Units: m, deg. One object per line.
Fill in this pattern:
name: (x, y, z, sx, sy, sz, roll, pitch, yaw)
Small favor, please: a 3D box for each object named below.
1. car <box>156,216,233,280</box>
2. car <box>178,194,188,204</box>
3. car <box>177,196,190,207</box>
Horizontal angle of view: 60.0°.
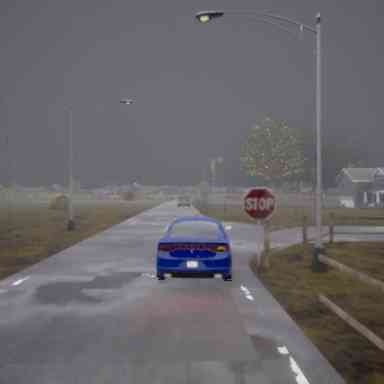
car: (0.176, 1.460, 9.939, 1.882, 1.535, 5.008, 0, 0, 4)
car: (-1.982, 1.595, 75.179, 2.150, 2.045, 5.566, 0, -1, -2)
car: (-1.332, 1.778, 54.572, 1.994, 1.385, 4.181, 0, -1, -1)
